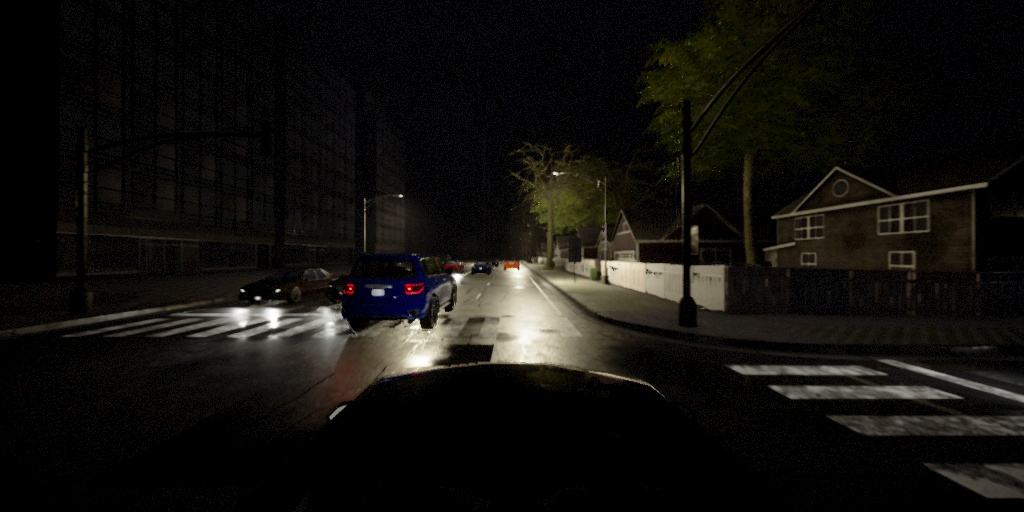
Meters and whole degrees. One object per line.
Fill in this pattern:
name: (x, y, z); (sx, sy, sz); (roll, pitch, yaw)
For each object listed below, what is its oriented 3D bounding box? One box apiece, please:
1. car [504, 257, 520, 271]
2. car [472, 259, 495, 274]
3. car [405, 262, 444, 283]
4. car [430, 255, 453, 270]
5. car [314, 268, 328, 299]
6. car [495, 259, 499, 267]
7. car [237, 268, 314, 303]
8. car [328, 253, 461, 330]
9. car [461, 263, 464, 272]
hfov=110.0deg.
car: (-0.006, 0.980, 47.566); (2.097, 1.767, 4.553); (0, 0, 0)
car: (-3.155, 1.211, 38.143); (1.994, 1.385, 4.181); (0, 0, 0)
car: (-6.594, 1.235, 27.574); (1.994, 1.385, 4.181); (0, 0, 0)
car: (-9.774, 0.844, 50.169); (2.150, 2.045, 5.566); (0, 0, 0)
car: (-6.599, 1.193, 16.490); (2.128, 1.511, 4.902); (0, 0, 0)
car: (-3.172, 1.206, 59.556); (1.895, 1.301, 4.718); (0, 0, 0)
car: (-9.850, 1.247, 16.549); (2.033, 1.411, 5.357); (0, 0, 0)
car: (-3.151, 0.940, 11.122); (2.150, 2.045, 5.566); (0, 0, 0)
car: (-6.589, 1.240, 40.495); (1.895, 1.301, 4.718); (0, 0, 0)
